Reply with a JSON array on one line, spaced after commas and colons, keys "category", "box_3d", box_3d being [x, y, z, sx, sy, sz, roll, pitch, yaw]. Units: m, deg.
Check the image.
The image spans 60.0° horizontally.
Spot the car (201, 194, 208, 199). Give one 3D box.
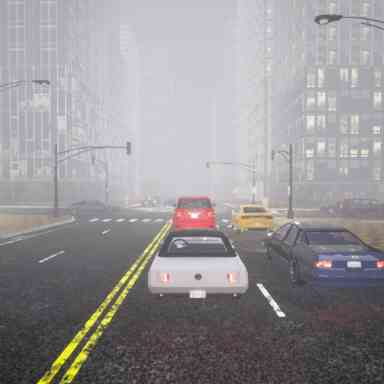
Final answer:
[{"category": "car", "box_3d": [3.345, 1.266, 92.013, 1.812, 1.442, 4.674, 0, 0, 0]}]

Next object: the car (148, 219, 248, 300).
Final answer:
[{"category": "car", "box_3d": [0.110, 1.597, 8.361, 1.895, 1.301, 4.718, 0, 0, 0]}]

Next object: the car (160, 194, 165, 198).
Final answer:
[{"category": "car", "box_3d": [-6.492, 1.432, 60.449, 1.882, 1.535, 5.008, 0, 0, -1]}]

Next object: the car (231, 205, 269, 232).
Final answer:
[{"category": "car", "box_3d": [3.374, 1.468, 19.206, 1.882, 1.535, 5.008, 0, 0, 1]}]

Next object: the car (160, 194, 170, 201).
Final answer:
[{"category": "car", "box_3d": [-6.418, 1.282, 80.650, 2.097, 1.767, 4.553, 0, 0, 0]}]

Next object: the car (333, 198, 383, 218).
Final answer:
[{"category": "car", "box_3d": [16.233, 1.519, 30.793, 5.009, 1.841, 2.192, 1, 0, 1]}]

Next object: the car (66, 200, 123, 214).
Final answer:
[{"category": "car", "box_3d": [-9.862, 1.477, 33.807, 5.357, 1.411, 2.033, 1, 1, 1]}]

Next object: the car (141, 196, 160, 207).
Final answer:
[{"category": "car", "box_3d": [-6.542, 1.457, 50.776, 2.128, 1.511, 4.902, 0, 0, 0]}]

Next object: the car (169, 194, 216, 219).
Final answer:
[{"category": "car", "box_3d": [0.119, 1.212, 18.120, 2.150, 2.045, 5.566, 0, 0, 0]}]

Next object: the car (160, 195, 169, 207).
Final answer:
[{"category": "car", "box_3d": [-3.287, 1.528, 51.209, 1.994, 1.385, 4.181, 0, 0, 0]}]

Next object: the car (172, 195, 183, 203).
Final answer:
[{"category": "car", "box_3d": [-3.177, 1.465, 71.558, 2.128, 1.511, 4.902, 0, 0, 0]}]

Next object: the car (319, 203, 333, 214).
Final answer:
[{"category": "car", "box_3d": [16.558, 1.590, 36.572, 5.008, 1.535, 1.882, 1, 1, 1]}]

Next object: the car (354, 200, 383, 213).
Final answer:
[{"category": "car", "box_3d": [21.850, 1.642, 39.074, 4.829, 1.417, 1.752, 1, 0, 1]}]

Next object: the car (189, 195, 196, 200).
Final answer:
[{"category": "car", "box_3d": [0.090, 1.441, 87.432, 1.812, 1.442, 4.674, 0, 0, 0]}]

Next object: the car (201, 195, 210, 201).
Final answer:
[{"category": "car", "box_3d": [3.335, 1.457, 81.595, 2.033, 1.411, 5.357, 0, 0, 0]}]

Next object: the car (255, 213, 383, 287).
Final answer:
[{"category": "car", "box_3d": [3.365, 1.543, 9.388, 2.033, 1.411, 5.357, 0, 0, 0]}]

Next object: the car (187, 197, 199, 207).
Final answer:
[{"category": "car", "box_3d": [0.143, 1.490, 51.635, 1.812, 1.442, 4.674, 0, 0, 0]}]
